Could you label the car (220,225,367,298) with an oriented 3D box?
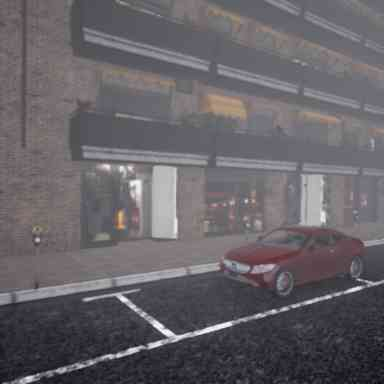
[{"bbox_3d":[2.632,1.502,8.207,4.206,1.307,1.802,0,1,-33],"label":"car"}]
